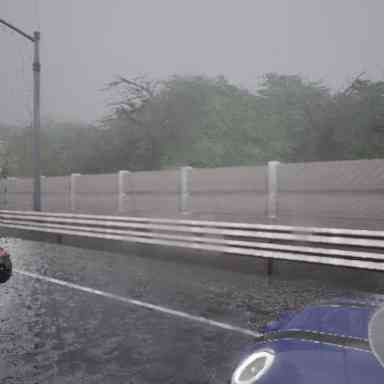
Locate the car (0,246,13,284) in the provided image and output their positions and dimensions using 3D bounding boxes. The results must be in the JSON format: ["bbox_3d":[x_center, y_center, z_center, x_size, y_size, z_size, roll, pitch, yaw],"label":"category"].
[{"bbox_3d":[-6.422,1.617,8.501,4.181,1.385,1.994,0,0,36],"label":"car"}]

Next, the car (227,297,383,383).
[{"bbox_3d":[2.447,1.352,2.120,4.553,1.767,2.097,0,0,35],"label":"car"}]
